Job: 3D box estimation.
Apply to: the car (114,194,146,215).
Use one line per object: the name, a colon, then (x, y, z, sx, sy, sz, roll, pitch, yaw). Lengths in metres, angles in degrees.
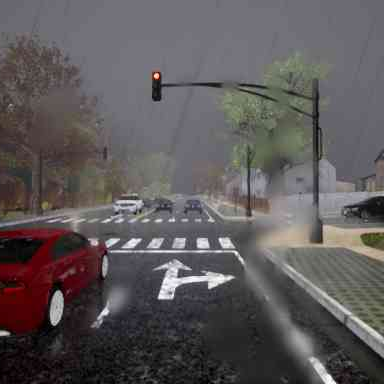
car: (-6.574, 1.239, 34.869, 2.150, 2.045, 5.566, 0, 0, 0)

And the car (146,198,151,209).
car: (-6.564, 1.521, 45.661, 2.128, 1.511, 4.902, 0, 0, 0)

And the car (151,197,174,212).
car: (-3.124, 1.568, 38.280, 2.033, 1.411, 5.357, 0, 0, 0)

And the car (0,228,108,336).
car: (-3.145, 1.479, 6.878, 1.882, 1.535, 5.008, 0, 0, 0)

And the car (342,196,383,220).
car: (12.516, 1.016, 22.407, 4.674, 1.442, 1.812, -2, -1, -6)

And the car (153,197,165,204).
car: (-6.478, 1.621, 65.609, 1.994, 1.385, 4.181, 0, 0, 1)

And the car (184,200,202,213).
car: (0.128, 1.568, 37.802, 2.033, 1.411, 5.357, 0, 0, 0)
